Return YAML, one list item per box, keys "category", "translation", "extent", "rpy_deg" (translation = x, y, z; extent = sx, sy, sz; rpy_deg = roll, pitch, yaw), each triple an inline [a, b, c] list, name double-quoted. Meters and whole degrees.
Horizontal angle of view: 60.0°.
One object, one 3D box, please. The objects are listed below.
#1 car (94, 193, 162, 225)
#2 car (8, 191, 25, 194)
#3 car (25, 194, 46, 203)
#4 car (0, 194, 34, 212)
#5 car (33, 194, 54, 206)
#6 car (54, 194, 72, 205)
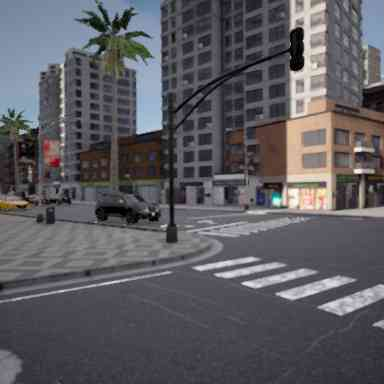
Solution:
- category: "car"
  translation: [-4.649, 1.090, 23.540]
  extent: [5.566, 2.045, 2.150]
  rpy_deg: [0, 1, 40]
- category: "car"
  translation: [-29.395, 0.900, 55.346]
  extent: [2.150, 2.045, 5.566]
  rpy_deg: [-1, 1, -44]
- category: "car"
  translation: [-27.349, 1.146, 57.907]
  extent: [1.837, 1.490, 4.892]
  rpy_deg: [-1, 1, -44]
- category: "car"
  translation: [-19.760, 1.309, 36.853]
  extent: [5.008, 1.535, 1.882]
  rpy_deg: [0, 1, 43]
- category: "car"
  translation: [-22.311, 1.253, 48.419]
  extent: [4.674, 1.442, 1.812]
  rpy_deg: [0, 1, 45]
- category: "car"
  translation: [-20.317, 1.044, 51.013]
  extent: [4.553, 1.767, 2.097]
  rpy_deg: [0, 1, 45]
